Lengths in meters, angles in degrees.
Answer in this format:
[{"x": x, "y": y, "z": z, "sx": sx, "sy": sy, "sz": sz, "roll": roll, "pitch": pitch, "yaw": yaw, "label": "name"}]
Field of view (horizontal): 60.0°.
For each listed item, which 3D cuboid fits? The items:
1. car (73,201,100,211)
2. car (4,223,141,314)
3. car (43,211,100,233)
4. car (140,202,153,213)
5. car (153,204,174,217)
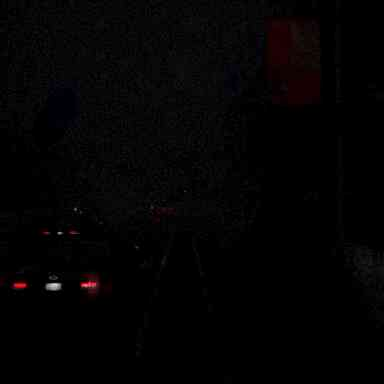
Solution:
[{"x": -13.284, "y": 2.131, "z": 42.414, "sx": 2.150, "sy": 2.045, "sz": 5.566, "roll": 0, "pitch": -1, "yaw": -1, "label": "car"}, {"x": -2.462, "y": 1.740, "z": 8.256, "sx": 2.033, "sy": 1.411, "sz": 5.357, "roll": 0, "pitch": -1, "yaw": -2, "label": "car"}, {"x": -5.965, "y": 1.948, "z": 17.344, "sx": 2.033, "sy": 1.411, "sz": 5.357, "roll": 0, "pitch": -1, "yaw": -2, "label": "car"}, {"x": -6.966, "y": 2.438, "z": 53.029, "sx": 2.097, "sy": 1.767, "sz": 4.553, "roll": 0, "pitch": -1, "yaw": -2, "label": "car"}, {"x": -3.425, "y": 2.266, "z": 42.723, "sx": 2.097, "sy": 1.767, "sz": 4.553, "roll": 0, "pitch": -1, "yaw": -1, "label": "car"}]
